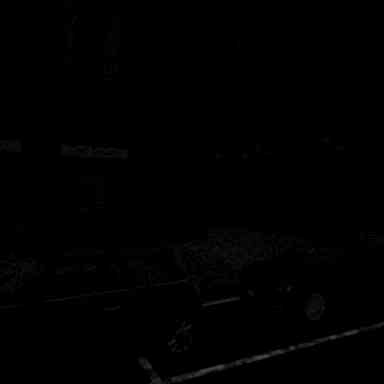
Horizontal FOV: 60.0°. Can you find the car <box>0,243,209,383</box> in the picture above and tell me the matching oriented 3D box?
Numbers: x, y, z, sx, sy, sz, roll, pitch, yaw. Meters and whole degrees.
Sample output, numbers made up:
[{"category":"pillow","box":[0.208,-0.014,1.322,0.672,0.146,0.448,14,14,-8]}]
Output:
[{"category":"car","box":[-1.895,1.590,4.888,4.097,1.590,1.967,0,-1,-26]}]

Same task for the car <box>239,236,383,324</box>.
[{"category":"car","box":[3.155,1.709,7.365,4.507,1.381,1.887,0,-1,-26]}]
